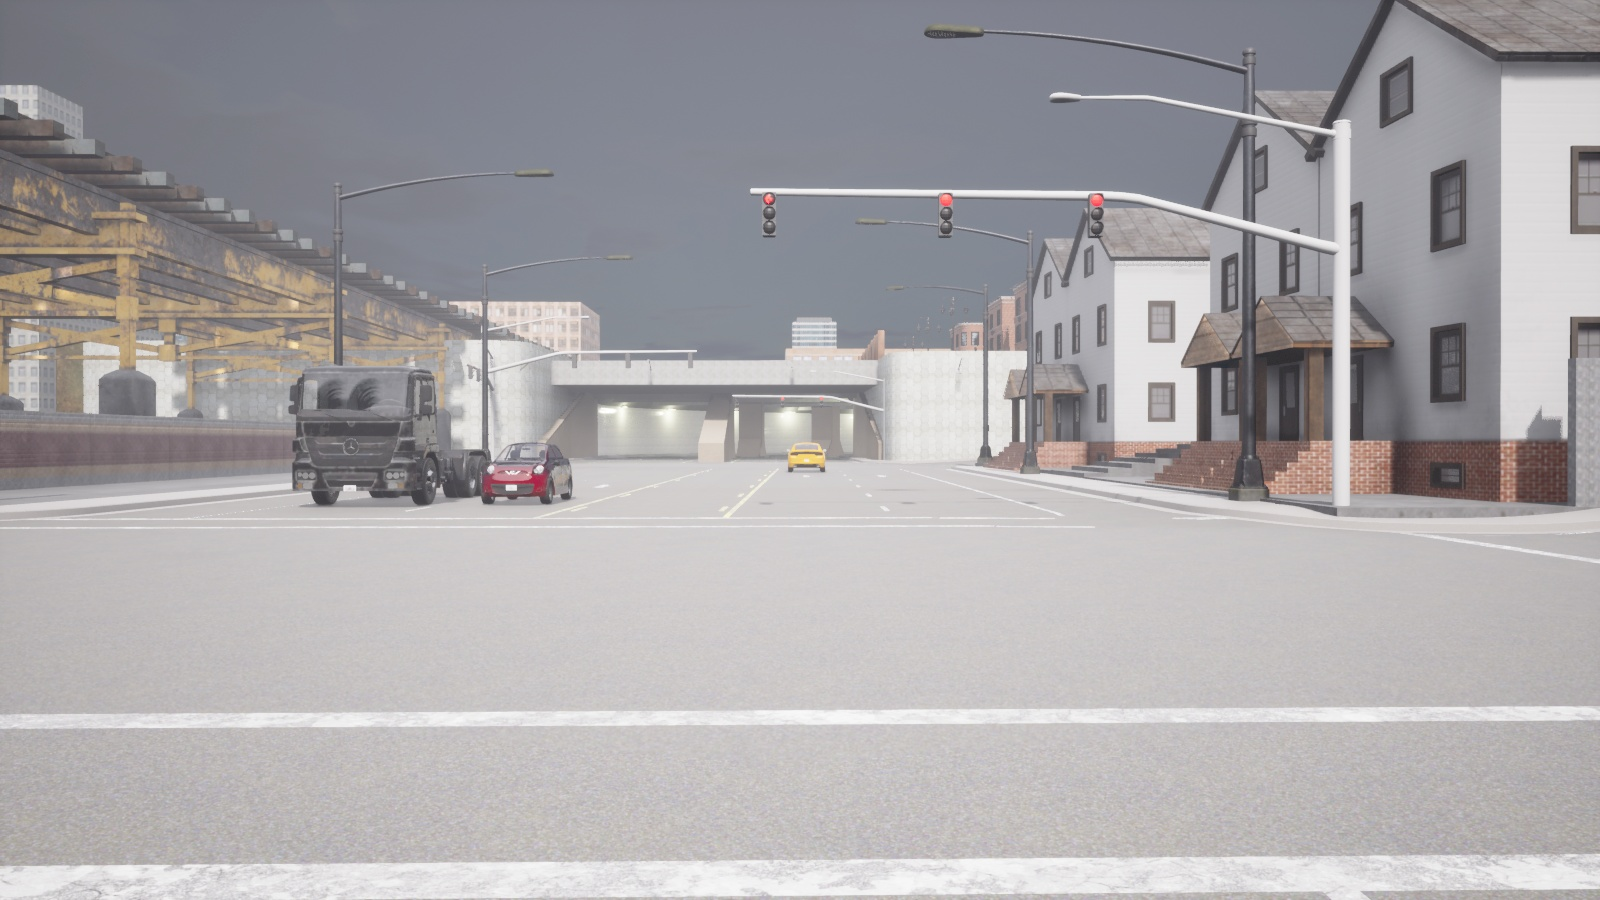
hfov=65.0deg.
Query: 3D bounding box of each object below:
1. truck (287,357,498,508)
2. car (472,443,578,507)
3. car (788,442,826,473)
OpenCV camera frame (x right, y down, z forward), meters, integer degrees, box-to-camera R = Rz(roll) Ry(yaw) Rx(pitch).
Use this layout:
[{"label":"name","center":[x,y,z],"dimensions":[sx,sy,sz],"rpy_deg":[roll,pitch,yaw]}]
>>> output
[{"label":"truck","center":[-10.319,-0.429,32.822],"dimensions":[2.891,3.462,7.936],"rpy_deg":[0,0,0]},{"label":"car","center":[-6.827,0.577,31.538],"dimensions":[1.845,1.501,3.633],"rpy_deg":[0,0,0]},{"label":"car","center":[0.343,0.357,65.105],"dimensions":[1.882,1.535,5.008],"rpy_deg":[0,0,0]}]
